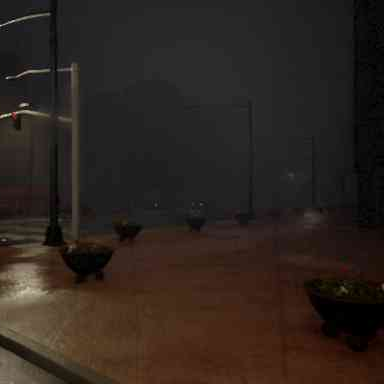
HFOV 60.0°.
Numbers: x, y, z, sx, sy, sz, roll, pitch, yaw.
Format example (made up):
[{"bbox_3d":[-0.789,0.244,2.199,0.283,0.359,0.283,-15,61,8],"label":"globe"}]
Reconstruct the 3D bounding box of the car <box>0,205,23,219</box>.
[{"bbox_3d":[-18.382,1.841,30.699,1.895,1.301,4.718,0,-1,35],"label":"car"}]

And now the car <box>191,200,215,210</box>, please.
[{"bbox_3d":[1.805,2.002,53.230,2.097,1.767,4.553,0,-1,36],"label":"car"}]

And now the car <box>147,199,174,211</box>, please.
[{"bbox_3d":[-4.715,1.923,50.115,2.097,1.767,4.553,0,-1,35],"label":"car"}]

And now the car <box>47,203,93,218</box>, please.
[{"bbox_3d":[-12.192,1.824,33.429,1.812,1.442,4.674,0,-1,36],"label":"car"}]
